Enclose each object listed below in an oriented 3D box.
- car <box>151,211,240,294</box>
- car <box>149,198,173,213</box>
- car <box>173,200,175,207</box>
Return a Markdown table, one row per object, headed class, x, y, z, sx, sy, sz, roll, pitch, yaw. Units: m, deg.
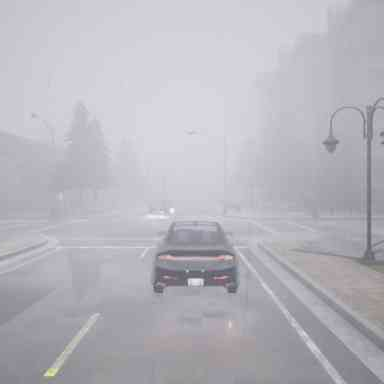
| class | x | y | z | sx | sy | sz | roll | pitch | yaw |
| --- | --- | --- | --- | --- | --- | --- | --- | --- | --- |
| car | 0.082 | 1.493 | 8.735 | 2.128 | 1.511 | 4.902 | 0 | 0 | 0 |
| car | -3.588 | 1.494 | 37.069 | 2.128 | 1.511 | 4.902 | 0 | 0 | 0 |
| car | -3.581 | 1.605 | 49.031 | 1.895 | 1.301 | 4.718 | 0 | 0 | 0 |
